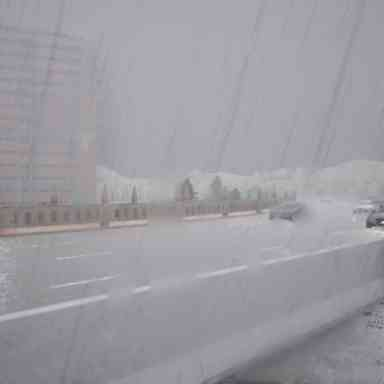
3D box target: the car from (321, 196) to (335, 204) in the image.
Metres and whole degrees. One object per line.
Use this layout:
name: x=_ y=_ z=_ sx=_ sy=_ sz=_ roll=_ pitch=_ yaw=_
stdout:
car: x=26.098 y=1.574 z=64.078 sx=1.812 sy=1.442 sz=4.674 roll=0 pitch=0 yaw=11

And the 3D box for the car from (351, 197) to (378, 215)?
car: x=17.547 y=1.546 z=33.784 sx=1.812 sy=1.442 sz=4.674 roll=0 pitch=0 yaw=31

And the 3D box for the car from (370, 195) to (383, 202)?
car: x=31.447 y=1.386 z=56.622 sx=2.097 sy=1.767 sz=4.553 roll=0 pitch=0 yaw=16

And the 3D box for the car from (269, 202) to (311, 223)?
car: x=7.767 y=1.540 z=26.170 sx=1.837 sy=1.490 sz=4.892 roll=0 pitch=0 yaw=39

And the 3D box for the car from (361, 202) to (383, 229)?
car: x=12.275 y=1.572 z=20.681 sx=1.994 sy=1.385 sz=4.181 roll=0 pitch=0 yaw=40
